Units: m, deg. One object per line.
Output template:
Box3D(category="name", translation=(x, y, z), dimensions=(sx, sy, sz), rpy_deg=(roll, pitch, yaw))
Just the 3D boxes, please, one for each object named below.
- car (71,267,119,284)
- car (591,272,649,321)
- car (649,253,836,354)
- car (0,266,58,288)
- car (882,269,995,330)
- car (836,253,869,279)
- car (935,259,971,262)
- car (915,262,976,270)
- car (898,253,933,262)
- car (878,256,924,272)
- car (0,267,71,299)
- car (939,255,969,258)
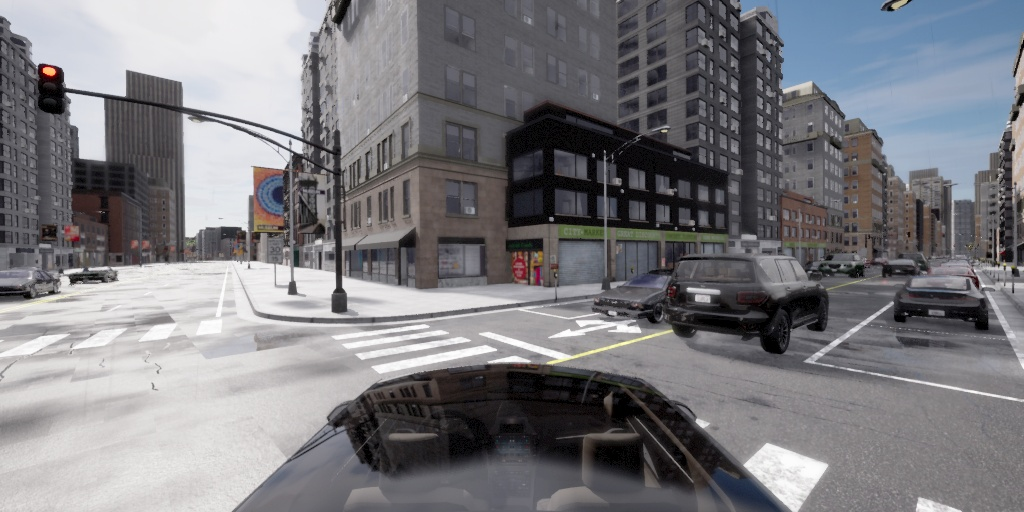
Box3D(category="car", translation=(-33.529, 1.504, 28.812), dimensions=(1.895, 1.301, 4.718), rpy_deg=(-1, 1, -38))
Box3D(category="car", translation=(5.033, 1.270, 12.160), dimensions=(5.357, 1.411, 2.033), rpy_deg=(0, 0, -38))
Box3D(category="car", translation=(5.989, 0.944, 8.964), dimensions=(5.566, 2.045, 2.150), rpy_deg=(0, 0, -38))
Box3D(category="car", translation=(-35.648, 1.505, 26.250), dimensions=(1.994, 1.385, 4.181), rpy_deg=(-1, 0, -38))
Box3D(category="car", translation=(12.723, 1.228, 10.643), dimensions=(4.403, 1.370, 2.007), rpy_deg=(0, 0, -38))
Box3D(category="car", translation=(27.510, 0.793, 29.870), dimensions=(5.566, 2.045, 2.150), rpy_deg=(0, 0, -38))
Box3D(category="car", translation=(30.487, 1.104, 24.689), dimensions=(4.507, 1.381, 1.888), rpy_deg=(0, 0, -38))
Box3D(category="car", translation=(21.605, 1.158, 17.667), dimensions=(4.507, 1.381, 1.888), rpy_deg=(0, 0, -38))
Box3D(category="car", translation=(40.174, 0.733, 35.961), dimensions=(5.566, 2.045, 2.150), rpy_deg=(0, 0, -38))
Box3D(category="car", translation=(32.088, 1.025, 29.515), dimensions=(5.008, 1.535, 1.882), rpy_deg=(0, 0, -38))
Box3D(category="car", translation=(-25.411, 1.428, 18.476), dimensions=(2.033, 1.411, 5.357), rpy_deg=(-1, 0, -38))
Box3D(category="car", translation=(43.810, 0.937, 35.224), dimensions=(4.097, 1.591, 1.967), rpy_deg=(0, 0, -38))
